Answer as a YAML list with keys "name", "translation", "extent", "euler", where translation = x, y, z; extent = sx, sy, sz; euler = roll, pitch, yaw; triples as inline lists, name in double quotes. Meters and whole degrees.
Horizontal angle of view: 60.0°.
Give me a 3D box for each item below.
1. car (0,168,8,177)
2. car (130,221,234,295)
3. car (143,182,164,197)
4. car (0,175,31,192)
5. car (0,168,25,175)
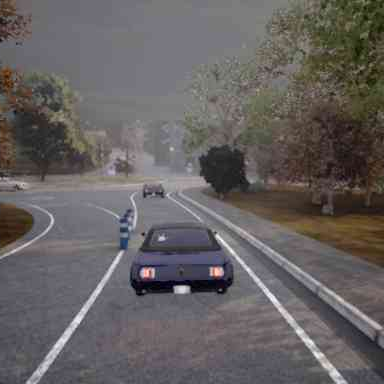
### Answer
- name: "car"
  translation: [-38.227, -3.760, 63.856]
  extent: [2.097, 1.767, 4.553]
  euler: [3, 6, 25]
- name: "car"
  translation: [-0.302, 1.363, 8.112]
  extent: [1.895, 1.301, 4.718]
  euler: [0, 2, -3]
- name: "car"
  translation: [-3.648, -0.287, 31.387]
  extent: [1.895, 1.301, 4.718]
  euler: [-1, 6, -7]
- name: "car"
  translation: [-19.937, -0.821, 35.986]
  extent: [4.674, 1.442, 1.812]
  euler: [0, 6, 4]
- name: "car"
  translation: [-34.469, -3.545, 63.913]
  extent: [1.994, 1.385, 4.181]
  euler: [4, 6, 34]
